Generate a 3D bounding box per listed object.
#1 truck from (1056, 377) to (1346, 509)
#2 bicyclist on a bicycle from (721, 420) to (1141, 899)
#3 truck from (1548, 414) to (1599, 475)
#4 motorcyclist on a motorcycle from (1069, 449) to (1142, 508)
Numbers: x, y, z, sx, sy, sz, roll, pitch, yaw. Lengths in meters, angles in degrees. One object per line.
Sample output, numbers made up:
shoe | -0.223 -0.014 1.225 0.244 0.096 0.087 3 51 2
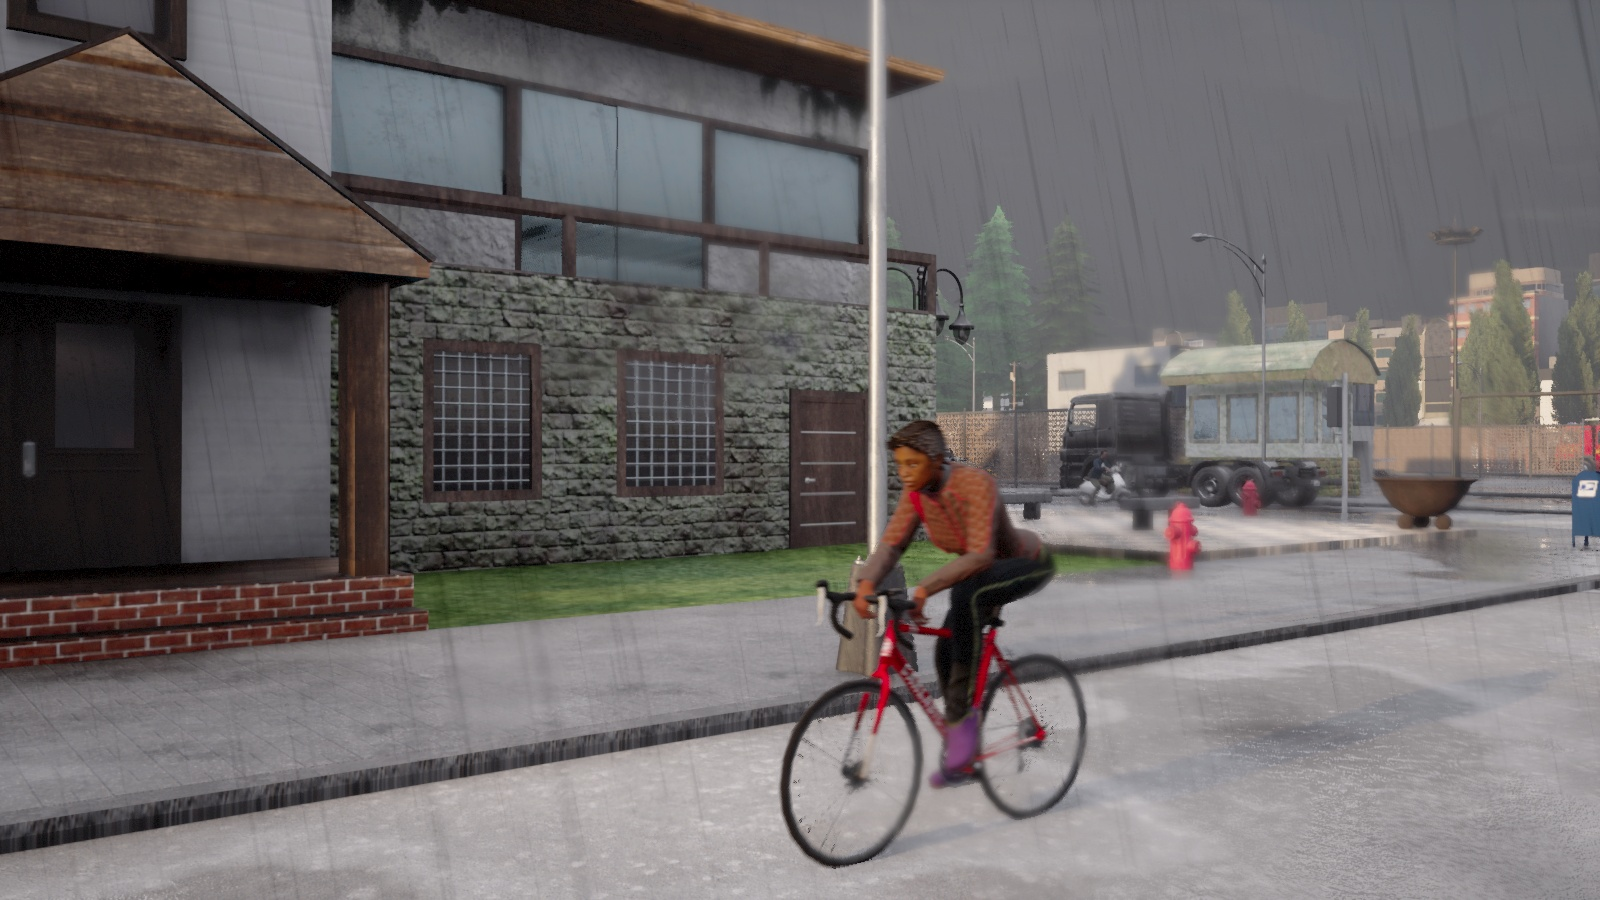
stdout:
truck | 11.578 -0.172 37.092 2.891 3.462 7.936 0 0 -37
bicyclist on a bicycle | 0.551 0.708 4.830 1.656 1.620 0.582 0 0 -38
truck | 52.102 -0.340 78.686 2.891 3.827 8.468 0 0 -39
motorcyclist on a motorcycle | 8.416 0.764 34.659 0.866 1.590 1.817 0 0 -38
